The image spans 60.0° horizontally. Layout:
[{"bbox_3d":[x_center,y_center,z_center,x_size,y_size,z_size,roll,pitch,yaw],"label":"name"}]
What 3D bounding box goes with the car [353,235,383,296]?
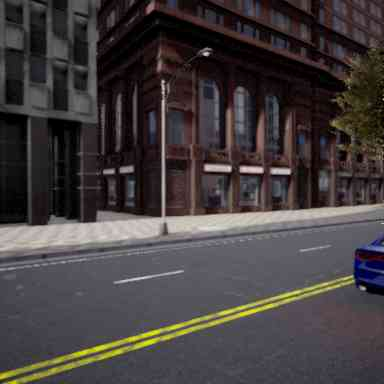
[{"bbox_3d":[5.627,1.447,7.469,5.008,1.535,1.882,0,0,-36],"label":"car"}]
